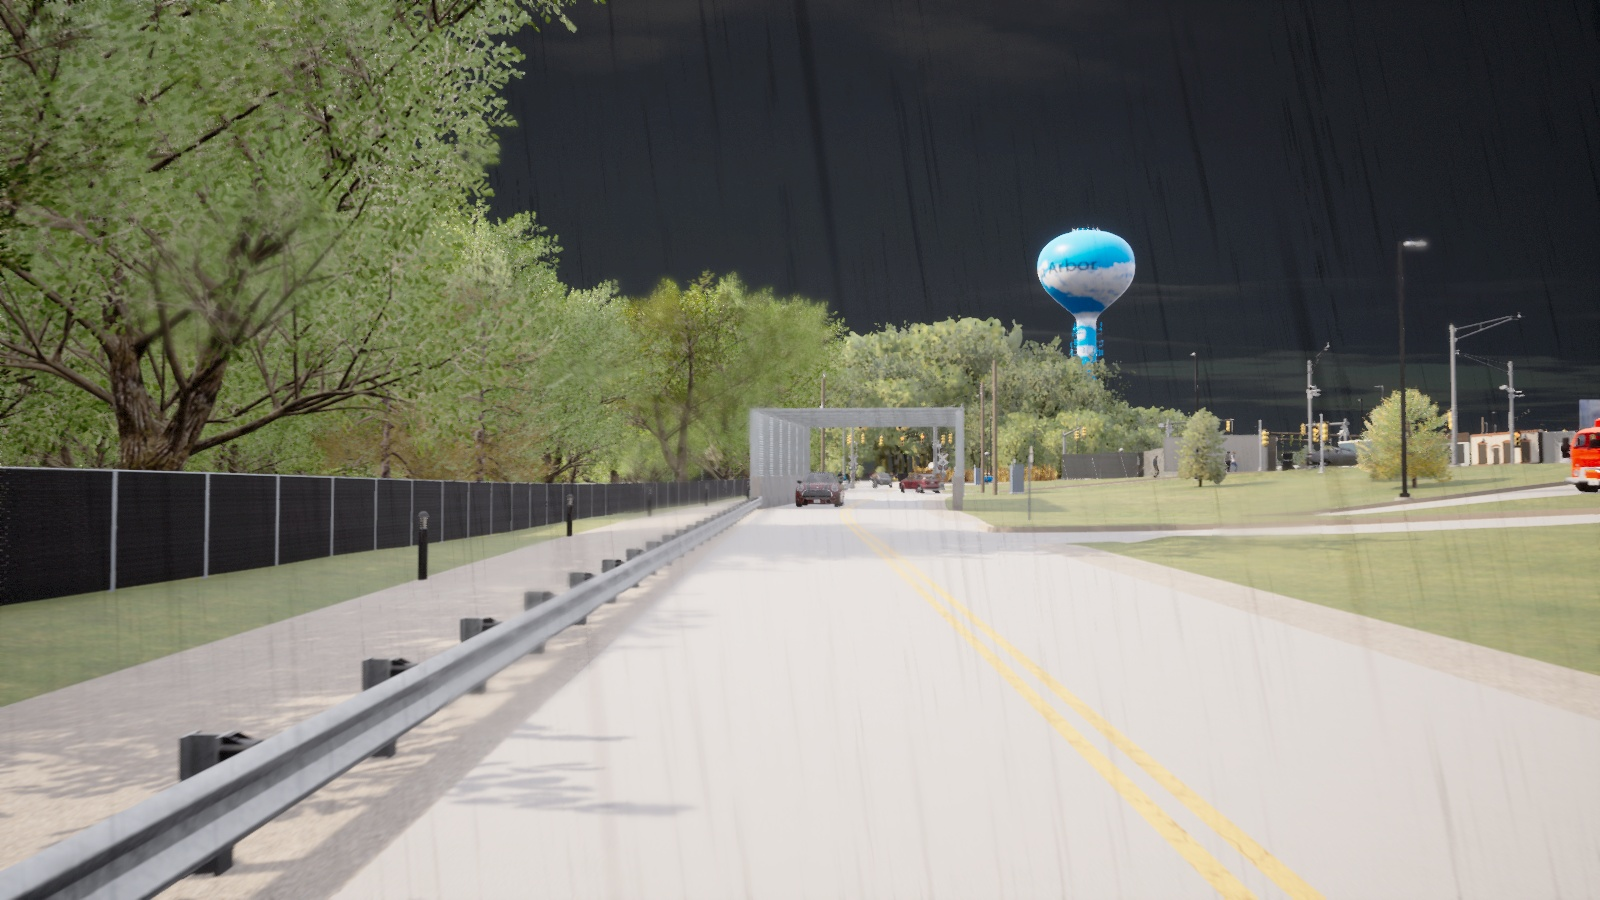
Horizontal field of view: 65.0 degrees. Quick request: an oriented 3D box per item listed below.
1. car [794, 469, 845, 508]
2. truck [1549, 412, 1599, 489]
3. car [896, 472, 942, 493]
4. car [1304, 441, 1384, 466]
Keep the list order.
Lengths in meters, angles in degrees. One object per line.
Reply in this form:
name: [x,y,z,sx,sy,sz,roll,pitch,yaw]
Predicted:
car: [0.986,1.807,59.736,2.097,1.767,4.553,-1,-1,5]
truck: [28.055,-0.104,41.973,5.204,2.467,2.627,-3,0,-25]
car: [9.209,2.516,97.234,1.789,1.549,3.705,0,0,-29]
car: [38.641,0.263,89.267,4.902,1.511,2.128,-2,-3,14]
